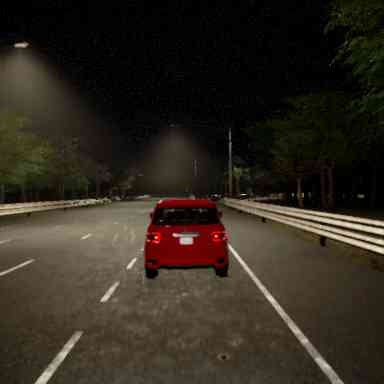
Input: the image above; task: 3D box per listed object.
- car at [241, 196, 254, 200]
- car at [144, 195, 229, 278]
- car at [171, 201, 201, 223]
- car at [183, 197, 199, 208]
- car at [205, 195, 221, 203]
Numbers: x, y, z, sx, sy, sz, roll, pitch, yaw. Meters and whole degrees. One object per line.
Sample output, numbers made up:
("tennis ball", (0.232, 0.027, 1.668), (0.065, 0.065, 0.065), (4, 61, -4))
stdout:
("car", (15.215, 1.409, 90.621), (1.895, 1.301, 4.718), (-1, 0, 37))
("car", (-0.179, 1.231, 10.408), (2.150, 2.045, 5.566), (-1, 0, -1))
("car", (-0.456, 1.513, 26.566), (2.128, 1.511, 4.902), (-1, 0, -1))
("car", (-0.058, 1.524, 50.484), (1.882, 1.535, 5.008), (-1, 0, 6))
("car", (4.493, 1.477, 70.379), (1.837, 1.490, 4.892), (-1, 0, 20))
